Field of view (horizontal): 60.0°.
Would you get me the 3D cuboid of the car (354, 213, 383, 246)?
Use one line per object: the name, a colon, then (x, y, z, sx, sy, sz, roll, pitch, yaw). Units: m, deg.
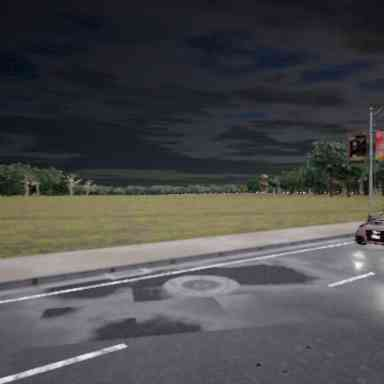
car: (8.636, 1.528, 13.862, 4.181, 1.385, 1.994, 0, 0, -36)
